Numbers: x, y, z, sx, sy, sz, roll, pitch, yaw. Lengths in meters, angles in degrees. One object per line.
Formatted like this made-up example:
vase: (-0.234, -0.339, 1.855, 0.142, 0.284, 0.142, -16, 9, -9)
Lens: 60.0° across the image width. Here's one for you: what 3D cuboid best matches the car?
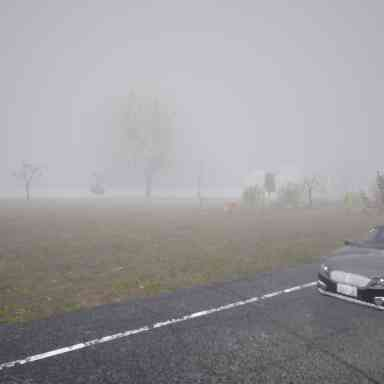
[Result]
car: (4.777, 1.486, 7.397, 4.902, 1.511, 2.128, 0, 0, -35)
